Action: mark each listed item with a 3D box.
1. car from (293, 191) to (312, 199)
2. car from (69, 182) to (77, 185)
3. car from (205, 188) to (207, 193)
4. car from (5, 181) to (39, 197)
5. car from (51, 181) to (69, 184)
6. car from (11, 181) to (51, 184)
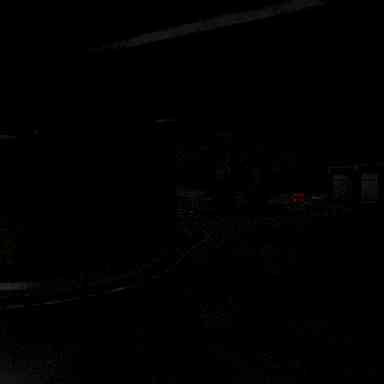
[{"bbox_3d":[18.866,0.478,56.540,1.895,1.301,4.718,2,2,36],"label":"car"},{"bbox_3d":[-25.319,-1.274,68.064,4.605,1.855,1.932,2,2,35],"label":"car"},{"bbox_3d":[5.004,-0.342,65.561,5.027,1.636,2.152,2,2,35],"label":"car"},{"bbox_3d":[-21.674,-0.453,42.420,4.605,1.855,1.932,2,2,35],"label":"car"},{"bbox_3d":[-26.660,-1.247,65.454,3.866,1.878,1.905,2,2,35],"label":"car"},{"bbox_3d":[-17.150,-0.169,35.198,3.866,1.878,1.905,2,2,35],"label":"car"}]
